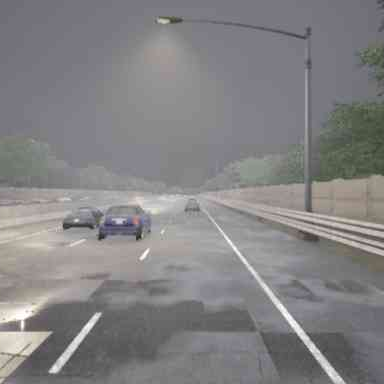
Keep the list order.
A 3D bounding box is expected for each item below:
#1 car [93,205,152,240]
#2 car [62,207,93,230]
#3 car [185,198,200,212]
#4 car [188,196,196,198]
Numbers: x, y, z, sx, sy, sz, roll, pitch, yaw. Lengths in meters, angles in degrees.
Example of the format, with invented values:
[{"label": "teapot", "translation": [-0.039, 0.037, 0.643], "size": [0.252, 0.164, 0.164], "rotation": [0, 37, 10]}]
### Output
[{"label": "car", "translation": [-3.388, 1.444, 17.594], "size": [2.097, 1.767, 4.553], "rotation": [0, 0, 0]}, {"label": "car", "translation": [-6.887, 1.681, 21.839], "size": [1.994, 1.385, 4.181], "rotation": [0, 0, 0]}, {"label": "car", "translation": [0.060, 1.824, 43.499], "size": [1.994, 1.385, 4.181], "rotation": [0, 0, 1]}, {"label": "car", "translation": [0.044, 1.652, 80.382], "size": [1.895, 1.301, 4.718], "rotation": [0, 0, 0]}]
